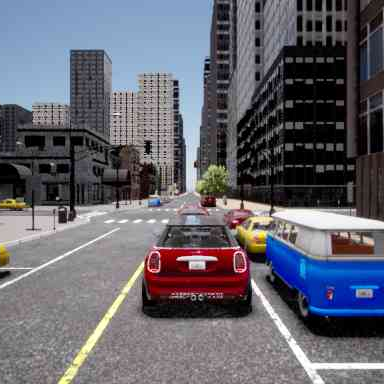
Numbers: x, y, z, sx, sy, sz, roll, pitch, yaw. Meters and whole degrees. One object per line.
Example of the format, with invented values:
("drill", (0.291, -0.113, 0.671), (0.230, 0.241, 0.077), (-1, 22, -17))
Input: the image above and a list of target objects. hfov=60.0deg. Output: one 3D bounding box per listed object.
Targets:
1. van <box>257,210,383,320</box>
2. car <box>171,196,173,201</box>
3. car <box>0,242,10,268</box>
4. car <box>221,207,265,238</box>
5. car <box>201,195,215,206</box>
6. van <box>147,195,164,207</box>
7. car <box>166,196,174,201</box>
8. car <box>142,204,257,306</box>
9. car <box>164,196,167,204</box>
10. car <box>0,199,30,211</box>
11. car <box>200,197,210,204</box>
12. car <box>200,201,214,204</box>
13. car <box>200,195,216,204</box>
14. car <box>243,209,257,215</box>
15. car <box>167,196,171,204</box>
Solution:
("van", (2.678, 1.341, 7.028), (1.690, 1.788, 3.998), (0, 0, 0))
("car", (-5.789, 1.653, 72.825), (2.008, 1.369, 4.403), (0, 0, 0))
("car", (-5.701, 1.525, 6.847), (1.752, 1.417, 4.829), (0, 0, 0))
("car", (2.663, 1.587, 18.355), (1.802, 1.307, 4.206), (0, 0, 0))
("car", (2.612, 1.380, 56.268), (2.192, 1.841, 5.009), (0, 0, 0))
("van", (-5.760, 1.395, 50.730), (1.690, 1.788, 3.998), (0, 0, 0))
("car", (-5.811, 1.673, 89.227), (1.752, 1.417, 4.829), (0, 0, 0))
("car", (0.089, 1.352, 8.168), (2.097, 1.767, 4.553), (0, 0, 0))
("car", (-5.767, 1.505, 56.254), (1.967, 1.590, 4.097), (0, 0, 0))
("car", (-21.460, 1.469, 38.541), (4.829, 1.417, 1.752), (0, 0, 0))
("car", (2.599, 1.655, 67.316), (1.947, 1.339, 4.313), (0, 0, 0))
("car", (0.077, 1.482, 17.374), (1.882, 1.535, 5.008), (0, 0, 0))
("car", (2.620, 1.369, 50.743), (2.192, 1.841, 5.009), (0, 0, 0))
("car", (2.671, 1.527, 12.863), (1.752, 1.417, 4.829), (0, 0, 0))
("car", (-5.782, 1.529, 67.303), (1.967, 1.590, 4.097), (0, 0, 0))
